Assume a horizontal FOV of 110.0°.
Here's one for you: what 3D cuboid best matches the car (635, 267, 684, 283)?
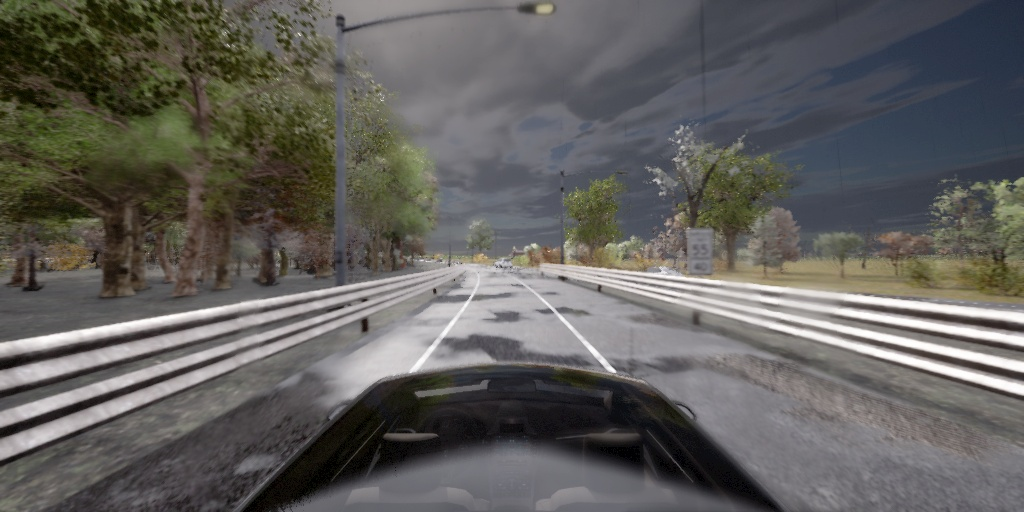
[{"bbox_3d":[12.038,1.597,29.709,1.812,1.442,4.674,0,0,-19],"label":"car"}]
